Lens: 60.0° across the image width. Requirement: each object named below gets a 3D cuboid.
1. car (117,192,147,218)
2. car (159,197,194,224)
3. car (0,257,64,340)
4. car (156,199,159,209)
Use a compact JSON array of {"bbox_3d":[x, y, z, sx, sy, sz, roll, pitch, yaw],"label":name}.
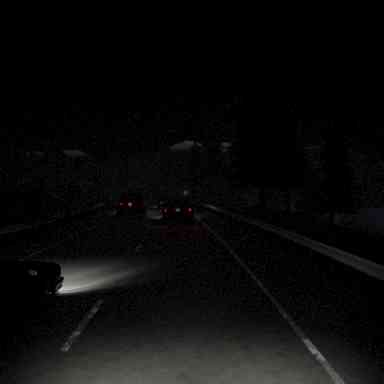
[{"bbox_3d":[-5.087,1.035,28.341,2.150,2.045,5.566,0,0,-6],"label":"car"},{"bbox_3d":[-1.100,1.194,23.608,2.097,1.767,4.553,0,0,-5],"label":"car"},{"bbox_3d":[-3.475,1.519,4.314,2.033,1.411,5.357,0,0,-1],"label":"car"},{"bbox_3d":[-3.356,1.275,41.183,2.033,1.411,5.357,0,0,-9],"label":"car"}]
